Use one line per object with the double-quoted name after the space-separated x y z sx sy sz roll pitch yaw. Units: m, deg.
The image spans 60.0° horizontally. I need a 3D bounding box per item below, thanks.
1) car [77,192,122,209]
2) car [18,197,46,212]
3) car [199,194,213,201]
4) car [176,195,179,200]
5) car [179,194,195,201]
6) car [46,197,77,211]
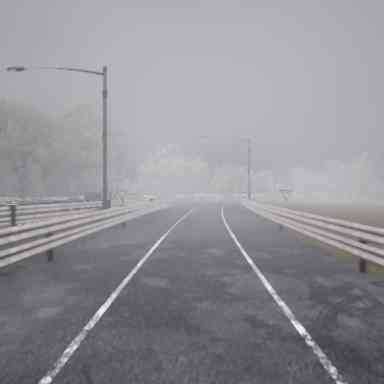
-9.346 0.998 34.860 2.150 2.045 5.566 0 0 13 "car"
-16.345 1.269 35.567 2.128 1.511 4.902 0 0 13 "car"
3.195 1.479 83.870 1.895 1.301 4.718 0 0 16 "car"
-2.635 1.376 88.881 1.882 1.535 5.008 0 0 16 "car"
-0.837 1.422 82.528 2.033 1.411 5.357 0 0 16 "car"
-12.841 1.283 35.197 1.837 1.490 4.892 0 0 13 "car"
